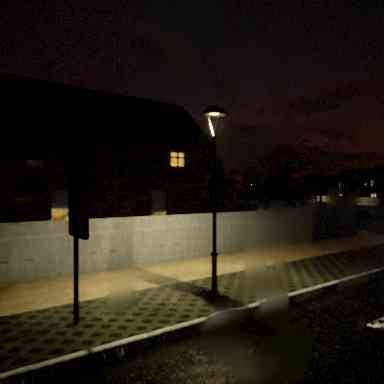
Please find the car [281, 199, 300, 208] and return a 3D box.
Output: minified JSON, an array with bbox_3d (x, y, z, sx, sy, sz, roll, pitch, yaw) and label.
[{"bbox_3d":[14.995,1.686,50.832,1.994,1.385,4.181,0,0,0],"label":"car"}]
